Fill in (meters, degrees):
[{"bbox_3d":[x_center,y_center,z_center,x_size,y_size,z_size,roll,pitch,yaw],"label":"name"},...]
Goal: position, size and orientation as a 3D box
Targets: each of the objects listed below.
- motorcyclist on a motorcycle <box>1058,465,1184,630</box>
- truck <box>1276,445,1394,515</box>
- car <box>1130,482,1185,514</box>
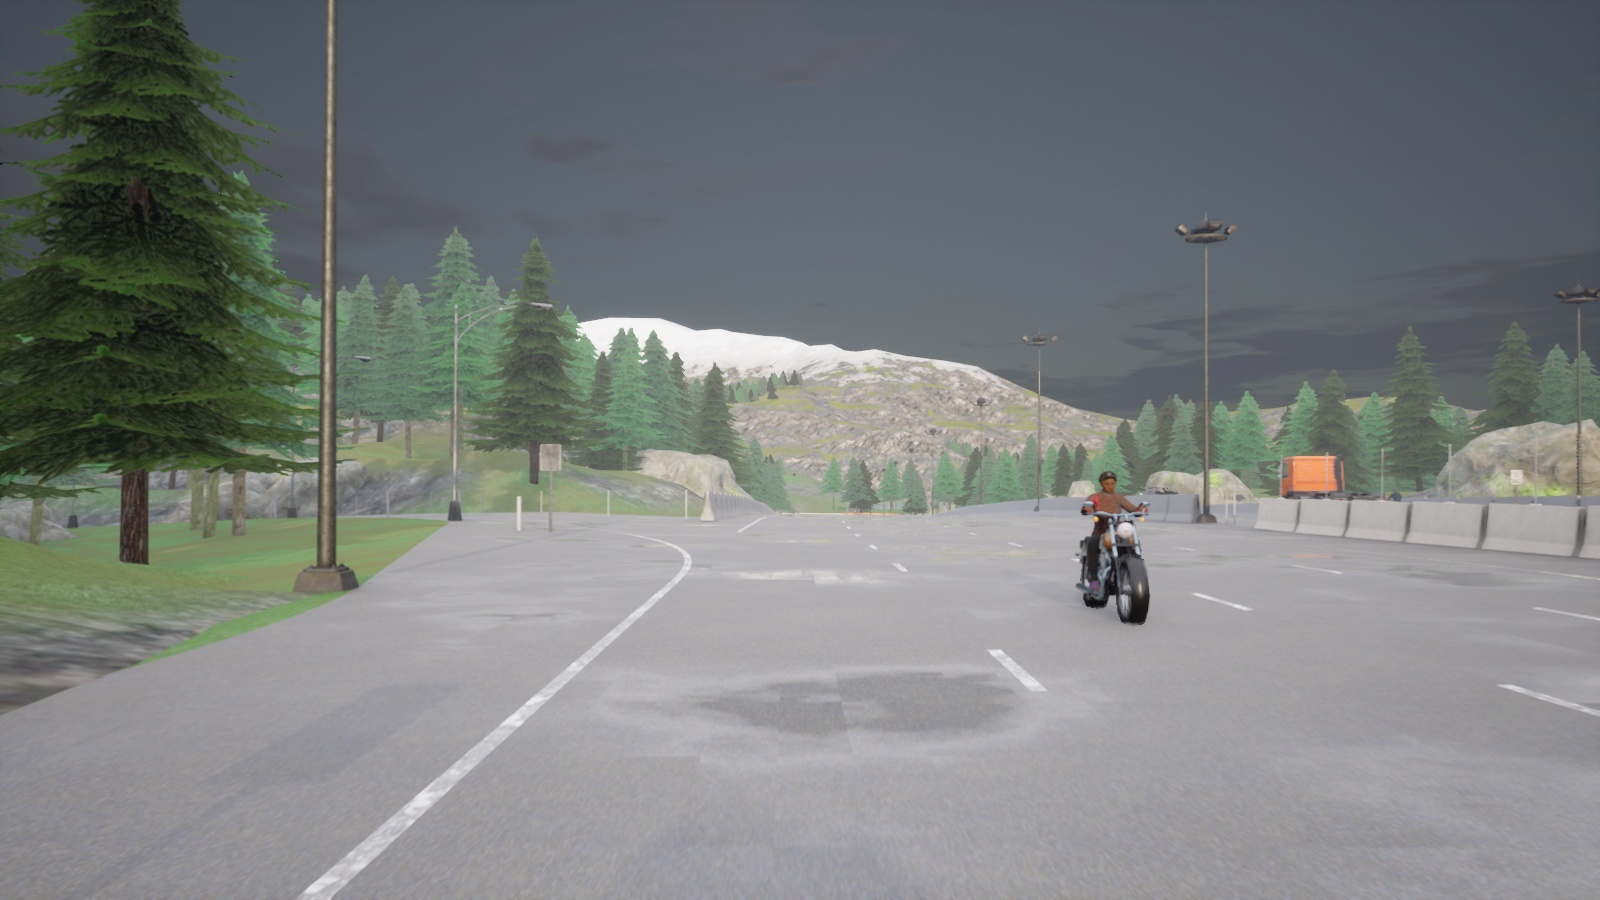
[{"bbox_3d":[3.464,1.003,13.795,0.766,1.649,2.350,0,-1,0],"label":"motorcyclist on a motorcycle"},{"bbox_3d":[28.177,1.658,66.583,2.891,3.462,7.936,0,-2,1],"label":"truck"},{"bbox_3d":[21.270,2.861,74.879,1.932,1.855,4.605,0,-3,1],"label":"car"}]
